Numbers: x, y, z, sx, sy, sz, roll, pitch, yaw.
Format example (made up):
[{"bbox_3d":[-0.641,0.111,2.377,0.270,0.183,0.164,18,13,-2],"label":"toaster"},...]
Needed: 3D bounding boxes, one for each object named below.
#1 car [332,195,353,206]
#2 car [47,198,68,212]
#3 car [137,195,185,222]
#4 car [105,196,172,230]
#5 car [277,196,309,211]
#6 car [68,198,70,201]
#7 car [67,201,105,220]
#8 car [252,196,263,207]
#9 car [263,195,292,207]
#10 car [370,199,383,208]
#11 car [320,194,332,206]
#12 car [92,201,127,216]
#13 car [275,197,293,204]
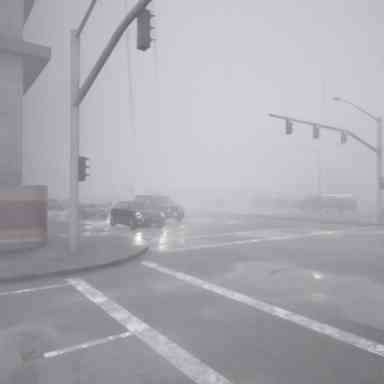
[{"bbox_3d":[35.453,1.700,78.362,3.866,1.878,1.905,1,0,-35],"label":"car"},{"bbox_3d":[-16.663,1.514,39.517,1.837,1.490,4.892,1,0,-36],"label":"car"},{"bbox_3d":[-2.811,1.260,26.211,2.150,2.045,5.566,1,0,-36],"label":"car"},{"bbox_3d":[-3.530,1.365,21.224,2.097,1.767,4.553,1,0,-36],"label":"car"},{"bbox_3d":[15.340,1.701,50.466,3.806,1.475,1.970,1,0,-35],"label":"car"},{"bbox_3d":[-16.817,1.585,45.765,2.033,1.411,5.357,1,0,-35],"label":"car"},{"bbox_3d":[-8.867,1.613,28.643,1.895,1.301,4.718,1,0,-36],"label":"car"},{"bbox_3d":[12.078,1.458,54.992,4.605,1.855,1.932,1,0,-35],"label":"car"},{"bbox_3d":[13.668,1.669,52.829,3.905,1.438,1.784,1,0,-35],"label":"car"},{"bbox_3d":[30.998,1.812,54.482,3.806,1.475,1.970,1,0,-35],"label":"car"},{"bbox_3d":[33.787,1.940,80.730,3.806,1.475,1.970,1,0,-35],"label":"car"},{"bbox_3d":[-8.632,1.639,34.316,1.895,1.301,4.718,1,0,-36],"label":"car"},{"bbox_3d":[19.542,1.780,70.624,3.905,1.438,1.784,1,0,-35],"label":"car"}]
